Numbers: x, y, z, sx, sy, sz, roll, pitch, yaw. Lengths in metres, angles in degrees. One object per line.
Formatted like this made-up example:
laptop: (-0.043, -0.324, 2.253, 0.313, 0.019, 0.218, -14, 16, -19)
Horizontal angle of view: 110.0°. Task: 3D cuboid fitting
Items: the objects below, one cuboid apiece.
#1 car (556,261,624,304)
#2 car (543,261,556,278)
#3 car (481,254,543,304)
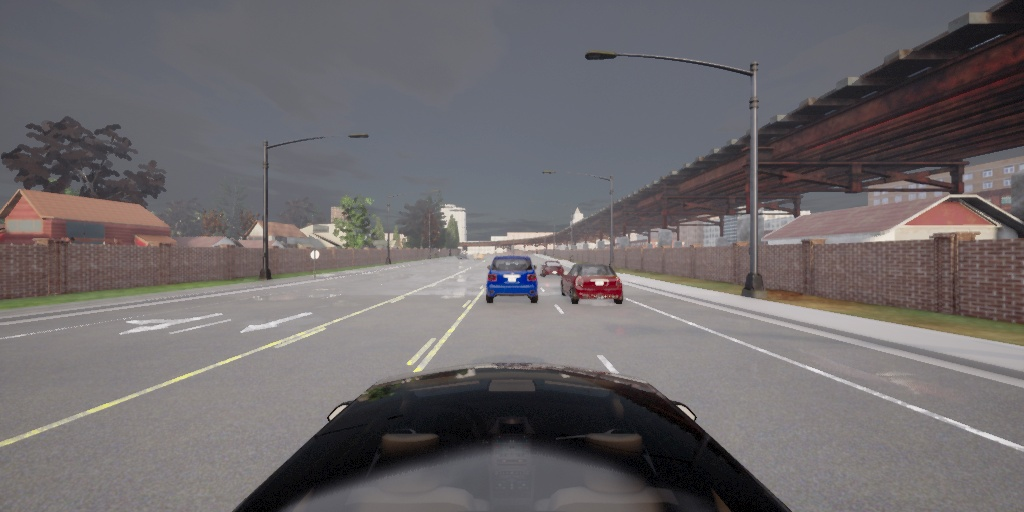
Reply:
car: (3.500, 1.103, 16.467, 2.097, 1.767, 4.553, 0, 0, 0)
car: (3.500, 1.123, 31.490, 1.812, 1.442, 4.674, 0, 1, 0)
car: (0.000, 0.994, 16.526, 2.150, 2.045, 5.566, 0, 0, 0)
